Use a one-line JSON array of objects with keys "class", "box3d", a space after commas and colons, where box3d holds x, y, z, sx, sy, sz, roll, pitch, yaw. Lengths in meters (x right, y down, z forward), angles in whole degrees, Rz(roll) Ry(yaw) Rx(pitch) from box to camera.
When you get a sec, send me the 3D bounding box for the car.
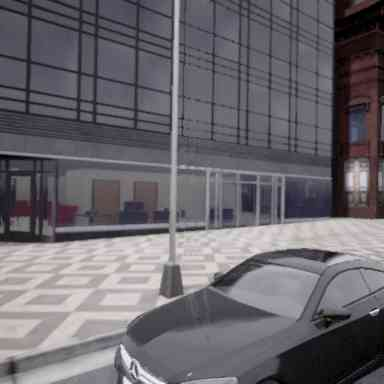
[{"class": "car", "box3d": [1.350, 1.536, 4.334, 4.674, 1.442, 1.812, 0, 0, -35]}]
